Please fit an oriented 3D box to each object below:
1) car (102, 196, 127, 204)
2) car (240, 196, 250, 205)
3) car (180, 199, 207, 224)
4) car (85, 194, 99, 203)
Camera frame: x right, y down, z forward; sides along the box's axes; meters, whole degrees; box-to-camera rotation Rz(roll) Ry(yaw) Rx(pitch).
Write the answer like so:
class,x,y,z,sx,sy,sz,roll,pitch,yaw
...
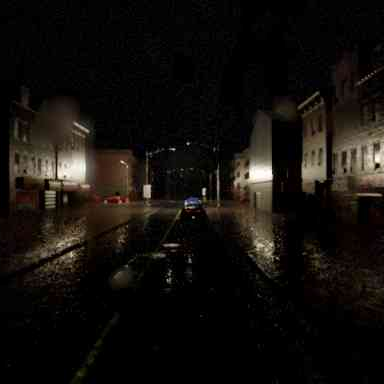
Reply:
class,x,y,z,sx,sy,sz,roll,pitch,yaw
car,-14.677,1.495,62.969,4.507,1.381,1.887,0,-1,0
car,11.734,1.457,63.009,5.009,1.841,2.192,0,-1,0
car,0.107,1.501,24.980,2.128,1.511,4.902,0,0,0
car,-20.109,1.228,62.964,5.009,1.841,2.192,0,-1,0
